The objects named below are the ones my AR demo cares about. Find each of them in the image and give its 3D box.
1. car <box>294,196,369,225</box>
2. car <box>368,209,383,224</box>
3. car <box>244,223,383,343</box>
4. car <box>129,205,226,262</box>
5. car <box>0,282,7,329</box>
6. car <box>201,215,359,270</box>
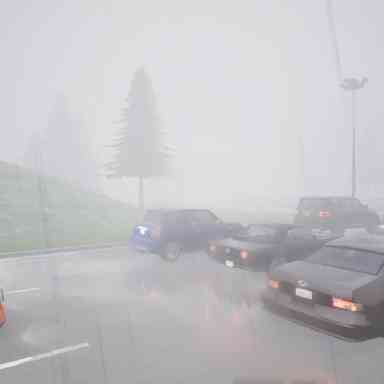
[{"bbox_3d":[7.854,1.221,17.934,5.566,2.045,2.150,0,0,-35],"label":"car"},{"bbox_3d":[10.631,1.547,15.574,5.357,1.411,2.033,0,0,-38],"label":"car"},{"bbox_3d":[3.699,1.547,6.382,5.357,1.411,2.033,0,0,-35],"label":"car"},{"bbox_3d":[0.058,1.352,12.379,4.553,1.767,2.097,0,0,-36],"label":"car"},{"bbox_3d":[-5.077,1.352,4.425,4.553,1.767,2.097,0,0,-36],"label":"car"},{"bbox_3d":[2.799,1.601,10.036,4.718,1.301,1.895,0,0,-35],"label":"car"}]
